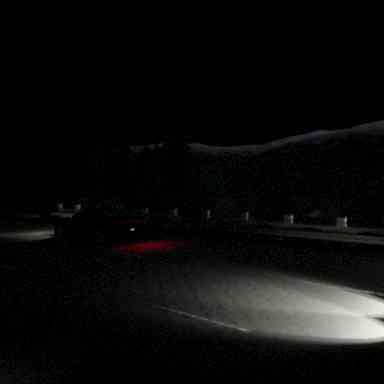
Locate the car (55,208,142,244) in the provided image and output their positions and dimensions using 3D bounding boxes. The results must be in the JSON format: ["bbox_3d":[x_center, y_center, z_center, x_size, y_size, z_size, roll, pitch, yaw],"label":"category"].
[{"bbox_3d":[-4.604,1.502,15.981,5.008,1.535,1.882,0,0,36],"label":"car"}]
